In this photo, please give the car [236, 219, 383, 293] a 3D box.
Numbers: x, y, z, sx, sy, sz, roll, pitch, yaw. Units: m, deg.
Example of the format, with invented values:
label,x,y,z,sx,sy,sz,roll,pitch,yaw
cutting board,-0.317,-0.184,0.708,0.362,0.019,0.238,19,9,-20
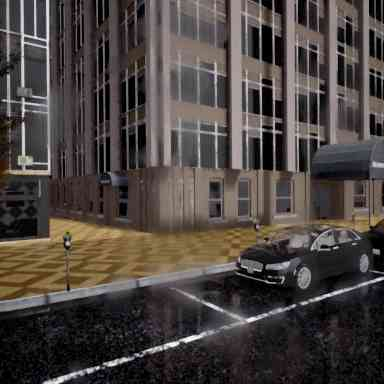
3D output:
label,x,y,z,sx,sy,sz,roll,pitch,yaw
car,3.091,1.549,8.784,4.403,1.369,2.008,0,-1,-36
